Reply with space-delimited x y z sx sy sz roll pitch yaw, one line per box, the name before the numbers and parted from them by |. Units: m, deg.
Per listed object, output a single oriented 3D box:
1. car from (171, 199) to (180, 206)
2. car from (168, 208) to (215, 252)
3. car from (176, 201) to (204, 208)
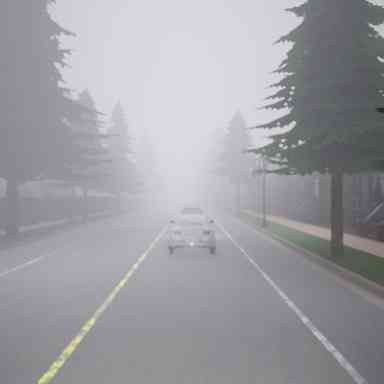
car | -3.502 2.192 71.673 1.812 1.442 4.674 0 -1 0
car | 0.006 1.661 14.373 1.812 1.442 4.674 0 0 0
car | 0.006 1.768 29.309 2.128 1.511 4.902 0 0 0
